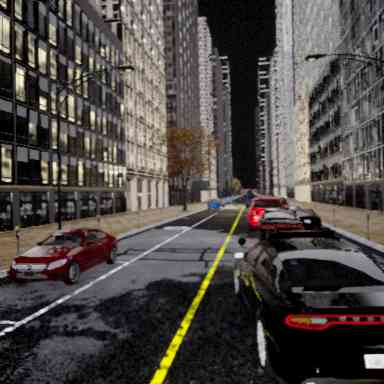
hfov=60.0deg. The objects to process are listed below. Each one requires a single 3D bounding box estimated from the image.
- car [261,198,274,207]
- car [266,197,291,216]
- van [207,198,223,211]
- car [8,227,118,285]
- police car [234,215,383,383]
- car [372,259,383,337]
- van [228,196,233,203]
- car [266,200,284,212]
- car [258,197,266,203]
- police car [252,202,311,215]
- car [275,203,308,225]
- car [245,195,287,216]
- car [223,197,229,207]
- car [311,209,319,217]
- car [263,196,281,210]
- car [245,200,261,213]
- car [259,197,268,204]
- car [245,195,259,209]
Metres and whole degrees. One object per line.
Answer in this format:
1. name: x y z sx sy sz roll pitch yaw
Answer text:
1. car: 13.419 1.885 59.274 1.887 1.381 4.507 -2 -1 10
2. car: 9.501 1.506 36.823 2.192 1.841 5.009 -2 -1 10
3. van: 3.204 1.824 49.491 1.690 1.788 3.998 -2 -1 10
4. car: -3.633 1.790 10.194 1.802 1.307 4.206 -2 -1 10
5. police car: 1.836 1.449 5.783 1.930 1.638 5.238 -1 -1 1
6. car: 3.641 1.500 3.139 2.008 1.369 4.403 -2 -1 10
7. van: 10.049 2.070 88.786 1.690 1.788 3.998 -2 -1 10
8. car: 10.486 1.773 42.433 1.887 1.381 4.507 -2 -1 10
9. car: 18.309 2.077 87.343 1.947 1.339 4.313 -2 -1 10
10. police car: 4.007 1.511 15.658 1.930 1.638 5.238 -2 -1 10
11. car: 7.553 1.657 25.593 1.887 1.381 4.507 -2 -1 10
12. car: 4.676 1.358 21.511 2.150 2.045 5.566 -1 -1 7
13. car: 5.166 2.108 60.713 2.008 1.369 4.403 -2 -1 10
14. car: 6.575 1.638 19.979 1.947 1.339 4.313 -2 -1 10
15. car: 11.457 1.581 48.050 2.192 1.841 5.009 -2 -1 10
16. car: 7.905 1.824 43.114 1.812 1.442 4.674 -2 -1 11
17. car: 16.382 1.972 76.283 1.752 1.417 4.829 -2 -1 10
18. car: 10.050 1.604 55.631 2.150 2.045 5.566 -2 -1 10
